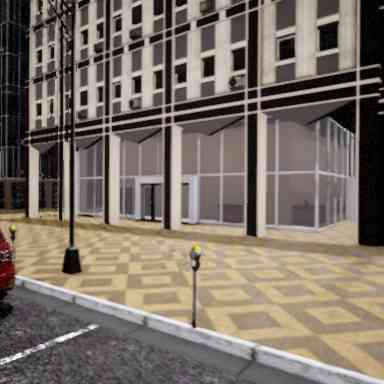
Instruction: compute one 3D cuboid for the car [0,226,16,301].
[{"bbox_3d":[-5.665,1.340,6.962,5.009,1.841,2.192,0,0,36],"label":"car"}]
